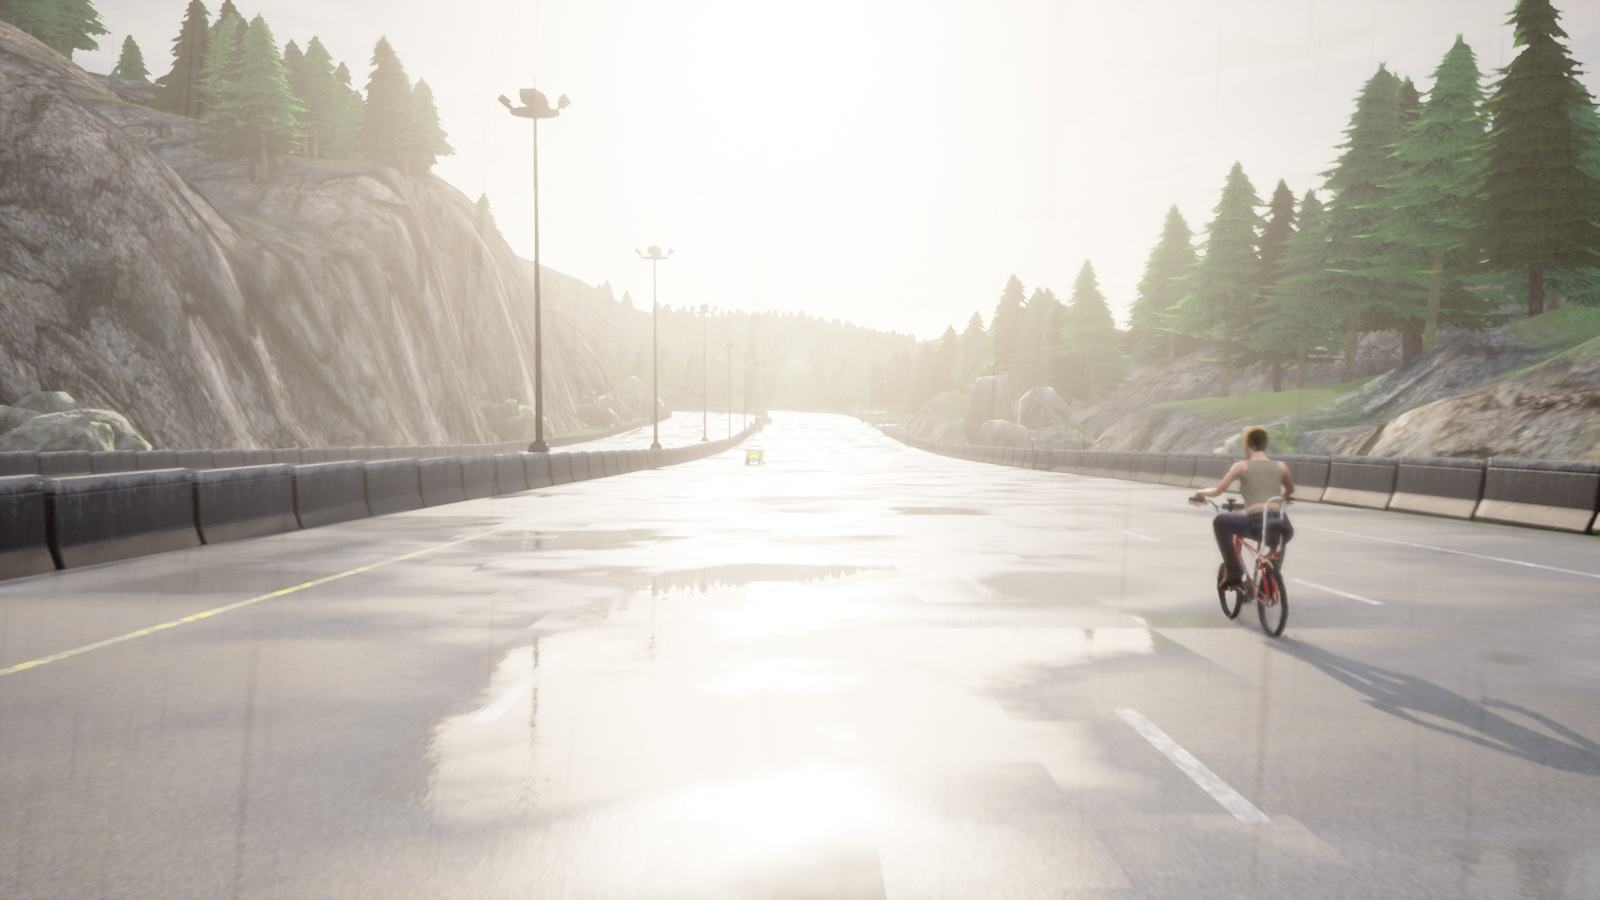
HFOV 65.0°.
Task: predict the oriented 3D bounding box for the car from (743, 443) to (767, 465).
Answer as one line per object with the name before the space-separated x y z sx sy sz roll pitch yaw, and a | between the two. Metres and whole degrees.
car | -3.009 0.264 83.861 1.481 1.376 2.207 0 1 0

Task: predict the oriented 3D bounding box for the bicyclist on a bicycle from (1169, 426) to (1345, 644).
bicyclist on a bicycle | 3.596 0.625 10.030 0.866 1.612 1.509 0 0 1
